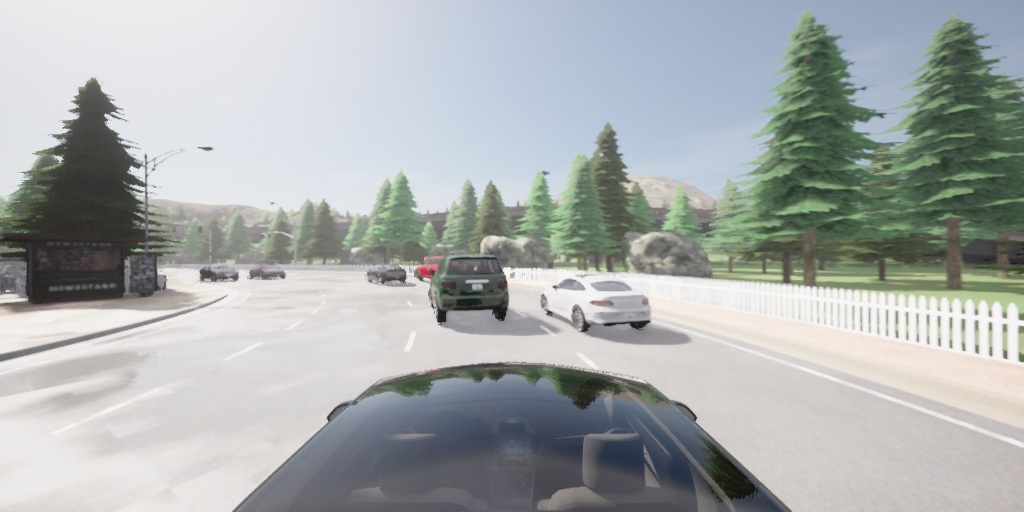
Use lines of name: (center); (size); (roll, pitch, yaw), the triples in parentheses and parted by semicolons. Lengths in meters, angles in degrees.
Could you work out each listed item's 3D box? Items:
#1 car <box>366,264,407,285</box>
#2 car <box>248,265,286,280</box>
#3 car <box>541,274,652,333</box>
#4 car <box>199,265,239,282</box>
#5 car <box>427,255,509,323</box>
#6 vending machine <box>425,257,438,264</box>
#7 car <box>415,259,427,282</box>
car: (-9.776, 1.378, 27.747); (2.128, 1.511, 4.902); (0, 0, -39)
car: (-24.133, 1.574, 35.256); (4.674, 1.442, 1.812); (-1, 0, 33)
car: (2.300, 1.263, 10.755); (1.812, 1.442, 4.674); (-1, 0, -13)
car: (-26.874, 1.566, 32.856); (4.902, 1.511, 2.128); (-1, 0, 33)
car: (-1.680, 0.998, 12.614); (2.150, 2.045, 5.566); (0, -1, -15)
vending machine: (-8.364, 1.079, 37.249); (0.880, 2.100, 1.100); (0, 0, 43)
car: (-5.778, 1.065, 28.408); (2.150, 2.045, 5.566); (0, 0, -36)
